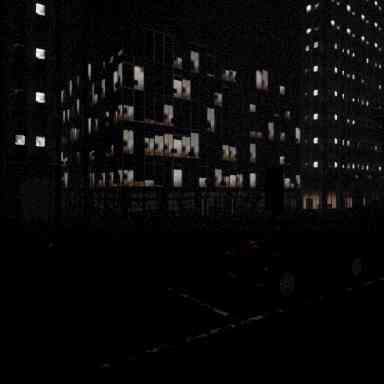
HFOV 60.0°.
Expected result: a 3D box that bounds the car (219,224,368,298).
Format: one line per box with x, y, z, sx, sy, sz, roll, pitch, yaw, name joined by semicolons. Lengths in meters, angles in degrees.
2.698;1.545;8.483;4.507;1.381;1.887;0;0;-35;car
